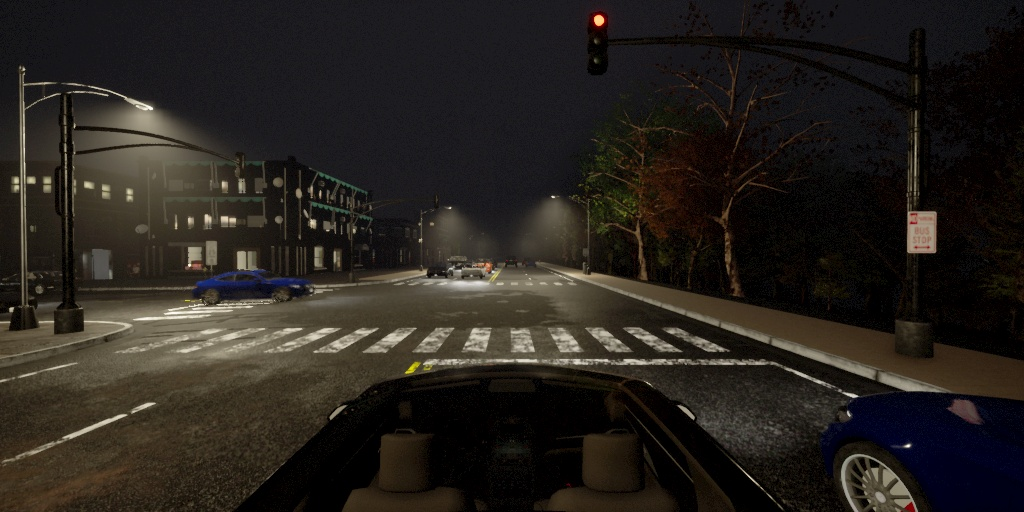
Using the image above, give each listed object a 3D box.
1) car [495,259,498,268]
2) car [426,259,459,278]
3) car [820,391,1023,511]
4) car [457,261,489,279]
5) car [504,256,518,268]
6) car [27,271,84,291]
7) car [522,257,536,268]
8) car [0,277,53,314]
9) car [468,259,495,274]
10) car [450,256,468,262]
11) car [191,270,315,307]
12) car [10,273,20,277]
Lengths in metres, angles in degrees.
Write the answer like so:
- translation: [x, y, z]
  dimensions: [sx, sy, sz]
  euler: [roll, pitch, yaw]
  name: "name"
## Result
- translation: [-3.432, 1.224, 51.293]
  dimensions: [2.128, 1.511, 4.902]
  euler: [0, 0, 0]
  name: "car"
- translation: [-6.656, 1.287, 34.008]
  dimensions: [2.033, 1.411, 5.357]
  euler: [0, 0, 0]
  name: "car"
- translation: [3.358, 1.276, 0.895]
  dimensions: [1.812, 1.442, 4.674]
  euler: [0, 0, 1]
  name: "car"
- translation: [-3.405, 1.341, 32.289]
  dimensions: [1.895, 1.301, 4.718]
  euler: [0, 0, 0]
  name: "car"
- translation: [-0.127, 0.948, 62.936]
  dimensions: [2.150, 2.045, 5.566]
  euler: [0, 0, 0]
  name: "car"
- translation: [-28.319, 1.559, 21.357]
  dimensions: [4.403, 1.370, 2.007]
  euler: [0, 0, 0]
  name: "car"
- translation: [3.221, 1.275, 62.021]
  dimensions: [2.033, 1.411, 5.357]
  euler: [0, 0, 1]
  name: "car"
- translation: [-19.969, 1.565, 12.862]
  dimensions: [4.313, 1.339, 1.948]
  euler: [0, 0, 0]
  name: "car"
- translation: [-3.419, 1.088, 41.261]
  dimensions: [2.097, 1.767, 4.553]
  euler: [0, 0, 0]
  name: "car"
- translation: [-6.670, 0.957, 44.245]
  dimensions: [2.150, 2.045, 5.566]
  euler: [0, 0, 0]
  name: "car"
- translation: [-11.414, 1.357, 15.978]
  dimensions: [4.674, 1.442, 1.812]
  euler: [-2, 1, -6]
  name: "car"
- translation: [-24.991, 1.554, 15.566]
  dimensions: [4.674, 1.442, 1.812]
  euler: [-1, 1, 0]
  name: "car"
